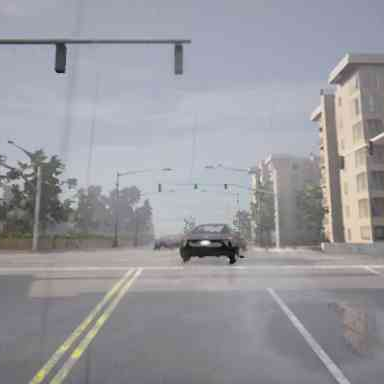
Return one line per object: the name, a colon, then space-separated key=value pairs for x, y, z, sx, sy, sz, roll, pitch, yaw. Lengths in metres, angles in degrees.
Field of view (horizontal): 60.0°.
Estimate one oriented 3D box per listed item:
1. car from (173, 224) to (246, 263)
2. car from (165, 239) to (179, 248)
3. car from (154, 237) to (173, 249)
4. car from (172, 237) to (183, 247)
car: x=0.935 y=1.953 z=12.990 sx=1.994 sy=1.385 sz=4.181 roll=-3 pitch=-9 yaw=14
car: x=-3.095 y=8.126 z=52.617 sx=1.895 sy=1.301 sz=4.718 roll=0 pitch=-9 yaw=1
car: x=-3.248 y=6.031 z=39.155 sx=1.994 sy=1.385 sz=4.181 roll=0 pitch=-9 yaw=1
car: x=-2.916 y=10.076 z=67.029 sx=2.097 sy=1.767 sz=4.553 roll=0 pitch=-9 yaw=0
